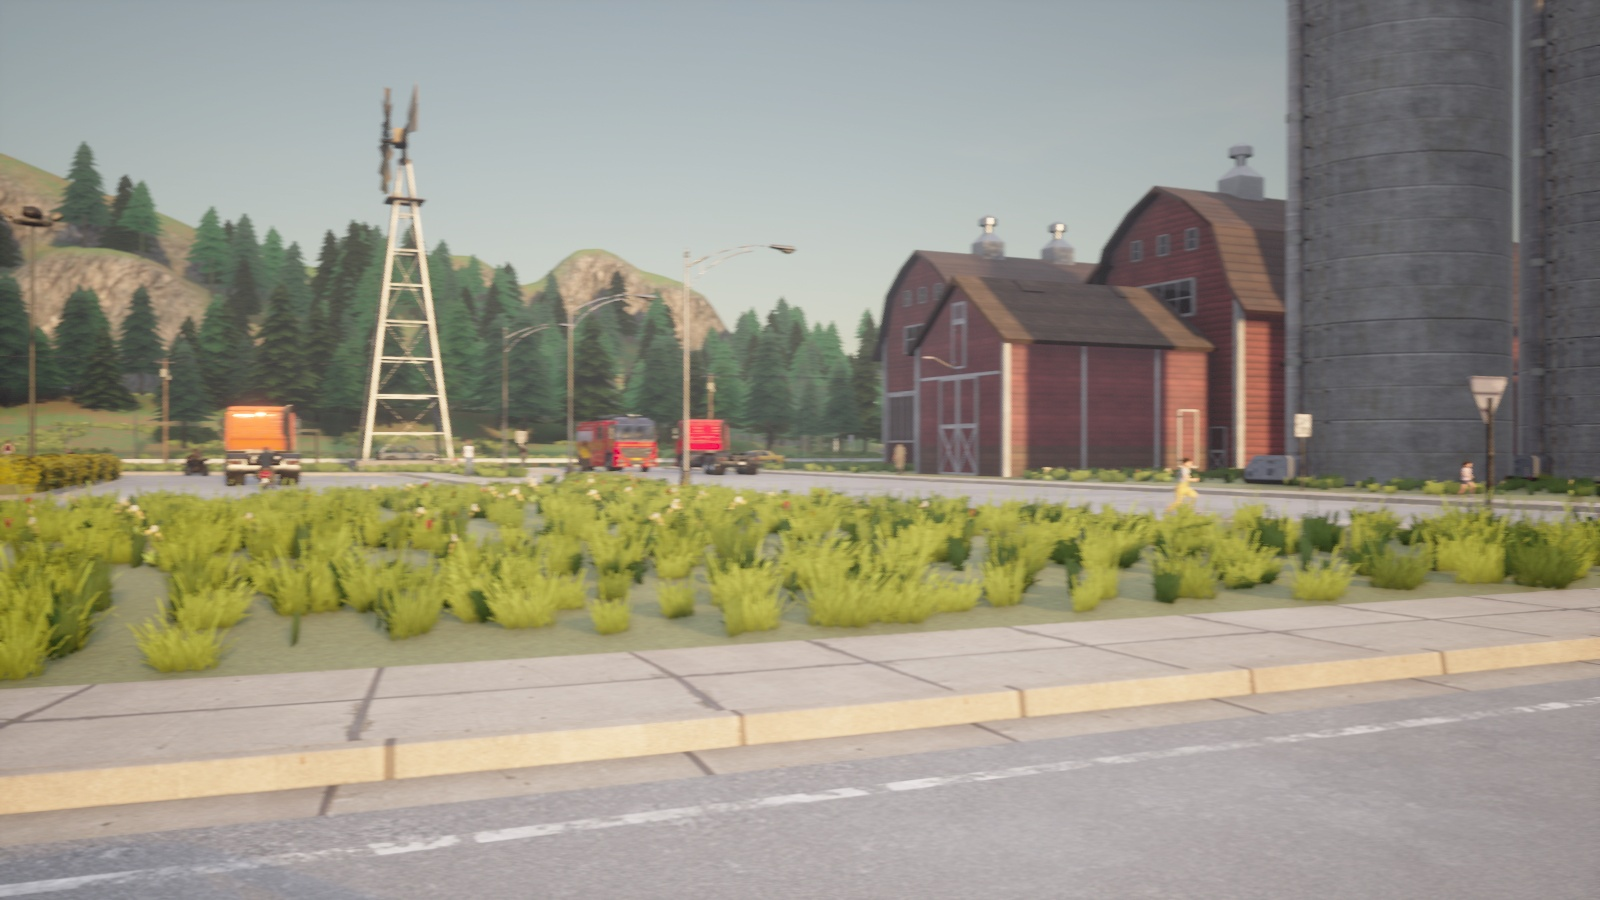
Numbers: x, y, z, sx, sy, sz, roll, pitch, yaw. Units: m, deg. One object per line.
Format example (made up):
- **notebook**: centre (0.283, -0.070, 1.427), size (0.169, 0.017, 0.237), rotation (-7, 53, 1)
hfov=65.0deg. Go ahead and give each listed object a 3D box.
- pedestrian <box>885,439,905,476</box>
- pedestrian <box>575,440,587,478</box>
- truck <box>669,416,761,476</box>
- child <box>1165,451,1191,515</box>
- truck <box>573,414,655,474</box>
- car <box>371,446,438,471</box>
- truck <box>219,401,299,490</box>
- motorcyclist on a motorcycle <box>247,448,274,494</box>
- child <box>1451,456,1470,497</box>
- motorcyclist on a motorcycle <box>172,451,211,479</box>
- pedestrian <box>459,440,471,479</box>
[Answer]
- **pedestrian**: centre (5.084, 0.382, 67.181), size (0.659, 1.952, 0.873), rotation (0, 0, -35)
- **pedestrian**: centre (-10.456, 0.424, 59.871), size (0.370, 1.835, 0.726), rotation (0, 0, -24)
- **truck**: centre (-5.294, -0.226, 76.467), size (2.891, 3.462, 7.936), rotation (0, 0, -25)
- **child**: centre (7.576, 0.662, 25.173), size (0.437, 1.263, 0.270), rotation (0, 0, 35)
- **truck**: centre (-12.510, -0.392, 83.816), size (2.891, 3.827, 8.468), rotation (0, 0, -27)
- **car**: centre (-29.398, 0.629, 93.349), size (4.605, 1.855, 1.932), rotation (0, 0, -24)
- **truck**: centre (-22.945, -0.183, 53.005), size (2.891, 3.462, 7.936), rotation (0, 0, -25)
- **motorcyclist on a motorcycle**: centre (-19.329, 0.743, 44.999), size (0.866, 1.590, 1.817), rotation (0, 0, -24)
- **child**: centre (18.329, 0.736, 34.859), size (0.255, 1.110, 0.394), rotation (0, 0, -21)
- **motorcyclist on a motorcycle**: centre (-32.671, 0.803, 67.400), size (2.044, 1.523, 0.797), rotation (0, 0, 28)
- **pedestrian**: centre (-15.670, 0.436, 58.700), size (0.354, 1.836, 0.706), rotation (0, 0, -29)
